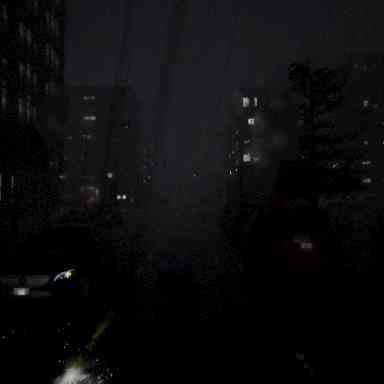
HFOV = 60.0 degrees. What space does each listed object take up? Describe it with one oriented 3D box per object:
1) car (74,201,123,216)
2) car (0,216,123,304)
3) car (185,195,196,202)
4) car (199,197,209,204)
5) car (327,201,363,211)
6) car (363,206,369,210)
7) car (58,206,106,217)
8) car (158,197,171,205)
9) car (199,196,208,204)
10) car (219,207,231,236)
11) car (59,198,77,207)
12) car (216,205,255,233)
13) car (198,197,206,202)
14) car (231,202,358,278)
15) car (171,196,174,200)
[{"bbox_3d":[-5.695,1.530,21.339,1.967,1.590,4.097,1,0,0],"label":"car"},{"bbox_3d":[-3.106,1.561,8.388,1.812,1.442,4.674,0,0,0],"label":"car"},{"bbox_3d":[-0.059,1.740,92.027,2.097,1.767,4.553,0,0,0],"label":"car"},{"bbox_3d":[2.653,1.845,70.379,1.887,1.381,4.507,1,0,0],"label":"car"},{"bbox_3d":[20.818,1.945,46.079,4.097,1.590,1.967,1,-2,0],"label":"car"},{"bbox_3d":[26.223,2.231,54.434,4.829,1.417,1.752,1,-2,0],"label":"car"},{"bbox_3d":[-5.692,1.591,15.609,1.752,1.417,4.829,1,0,0],"label":"car"},{"bbox_3d":[-5.724,1.801,64.694,1.752,1.417,4.829,1,0,0],"label":"car"},{"bbox_3d":[2.651,1.765,75.903,1.967,1.590,4.097,1,0,0],"label":"car"},{"bbox_3d":[2.689,1.382,15.784,2.192,1.841,5.009,1,0,0],"label":"car"},{"bbox_3d":[-17.281,1.452,45.734,4.507,1.381,1.887,1,-2,0],"label":"car"},{"bbox_3d":[2.684,1.635,21.343,1.887,1.381,4.507,1,0,0],"label":"car"},{"bbox_3d":[2.642,1.956,86.949,1.802,1.307,4.206,1,0,0],"label":"car"},{"bbox_3d":[2.693,1.359,10.224,2.192,1.841,5.009,1,0,0],"label":"car"},{"bbox_3d":[-5.731,1.869,75.911,1.887,1.381,4.507,1,0,0],"label":"car"}]
